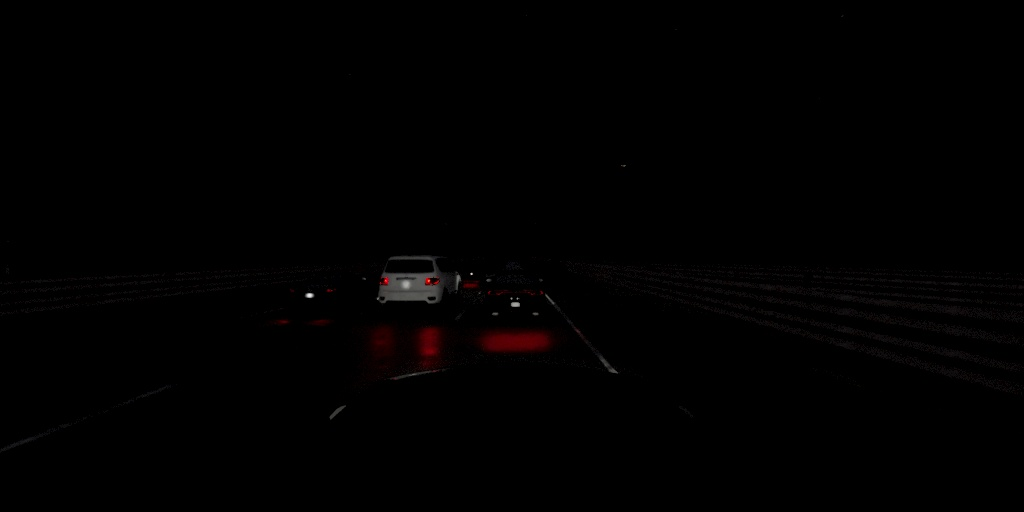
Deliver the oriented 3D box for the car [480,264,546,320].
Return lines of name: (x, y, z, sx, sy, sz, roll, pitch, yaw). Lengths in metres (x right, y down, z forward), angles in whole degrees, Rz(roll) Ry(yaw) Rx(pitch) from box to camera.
car: (0.098, 1.229, 12.677, 1.882, 1.535, 5.008, 0, 0, 0)

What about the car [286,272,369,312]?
car: (-6.904, 1.317, 14.235, 1.994, 1.385, 4.181, 0, 0, 0)

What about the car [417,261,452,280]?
car: (-6.906, 1.247, 32.385, 2.128, 1.511, 4.902, 0, 0, 0)

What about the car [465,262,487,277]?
car: (-3.405, 1.260, 32.621, 1.837, 1.490, 4.892, 0, 0, 0)

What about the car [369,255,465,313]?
car: (-3.408, 0.974, 14.207, 2.150, 2.045, 5.566, 0, 0, 0)

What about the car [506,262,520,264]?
car: (0.095, 1.282, 33.656, 1.812, 1.442, 4.674, 0, 0, 0)

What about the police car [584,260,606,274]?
police car: (10.125, 1.327, 43.579, 2.038, 1.542, 4.974, 0, 0, -12)
